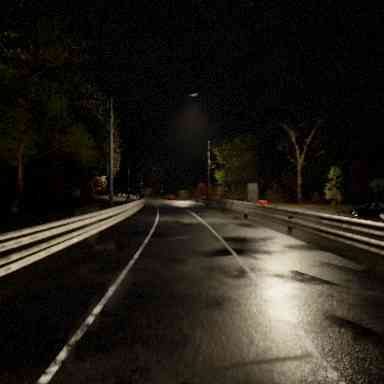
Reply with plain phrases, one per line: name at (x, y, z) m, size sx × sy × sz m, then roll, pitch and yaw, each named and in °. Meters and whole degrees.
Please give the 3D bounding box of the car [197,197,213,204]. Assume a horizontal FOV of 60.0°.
car at (2.349, 1.602, 65.504) m, size 1.895 × 1.301 × 4.718 m, roll 1°, pitch 0°, yaw -22°

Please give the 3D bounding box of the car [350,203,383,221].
car at (16.806, 1.728, 30.390) m, size 1.837 × 1.490 × 4.892 m, roll 0°, pitch 0°, yaw -22°

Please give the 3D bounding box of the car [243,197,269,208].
car at (9.210, 1.486, 48.833) m, size 2.097 × 1.767 × 4.553 m, roll 0°, pitch 0°, yaw -22°

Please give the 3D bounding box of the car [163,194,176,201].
car at (-5.821, 1.281, 85.308) m, size 2.097 × 1.767 × 4.553 m, roll 0°, pitch 0°, yaw -22°
